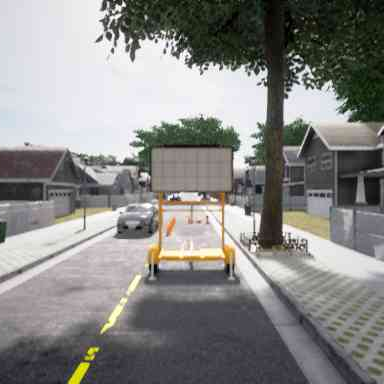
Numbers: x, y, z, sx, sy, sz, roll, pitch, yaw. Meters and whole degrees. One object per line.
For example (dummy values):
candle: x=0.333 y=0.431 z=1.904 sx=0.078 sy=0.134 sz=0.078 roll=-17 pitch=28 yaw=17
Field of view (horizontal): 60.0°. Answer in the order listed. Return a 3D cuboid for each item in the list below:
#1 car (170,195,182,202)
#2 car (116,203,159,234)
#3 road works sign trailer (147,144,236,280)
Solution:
car: x=-2.895 y=1.211 z=59.427 sx=1.994 sy=1.385 sz=4.181 roll=0 pitch=0 yaw=0
car: x=-2.873 y=1.395 z=18.426 sx=2.128 sy=1.511 sz=4.902 roll=0 pitch=0 yaw=0
road works sign trailer: x=-0.007 y=0.415 z=9.779 sx=2.380 sy=3.560 sz=2.880 roll=0 pitch=0 yaw=0
